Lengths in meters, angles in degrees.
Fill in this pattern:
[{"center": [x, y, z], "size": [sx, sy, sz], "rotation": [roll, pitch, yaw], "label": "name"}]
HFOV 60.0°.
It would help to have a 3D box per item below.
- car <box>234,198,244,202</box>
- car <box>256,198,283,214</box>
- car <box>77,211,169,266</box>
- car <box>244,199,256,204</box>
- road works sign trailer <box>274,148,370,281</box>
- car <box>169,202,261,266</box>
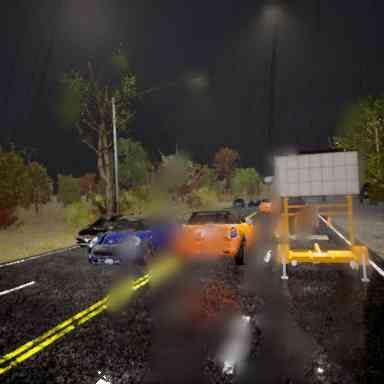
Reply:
[{"center": [8.363, 1.885, 58.787], "size": [1.812, 1.442, 4.674], "rotation": [-3, -1, 17], "label": "car"}, {"center": [8.948, 1.490, 37.986], "size": [2.097, 1.767, 4.553], "rotation": [-3, 0, 17], "label": "car"}, {"center": [-2.142, 1.711, 13.192], "size": [2.097, 1.767, 4.553], "rotation": [-3, -1, 17], "label": "car"}, {"center": [10.169, 1.799, 53.669], "size": [1.994, 1.385, 4.181], "rotation": [-3, -1, 17], "label": "car"}, {"center": [3.823, 0.535, 10.164], "size": [2.380, 3.560, 2.880], "rotation": [-3, -1, 17], "label": "road works sign trailer"}, {"center": [1.074, 1.439, 12.000], "size": [2.097, 1.767, 4.553], "rotation": [-4, -5, 17], "label": "car"}]
